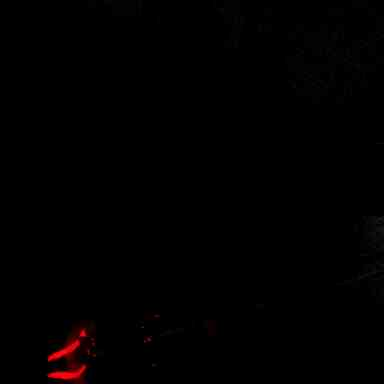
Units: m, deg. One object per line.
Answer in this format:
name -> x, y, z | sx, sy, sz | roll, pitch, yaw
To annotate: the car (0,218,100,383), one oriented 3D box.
car -> -3.234, 1.222, 1.382 | 5.566, 2.045, 2.150 | 0, 0, -36
